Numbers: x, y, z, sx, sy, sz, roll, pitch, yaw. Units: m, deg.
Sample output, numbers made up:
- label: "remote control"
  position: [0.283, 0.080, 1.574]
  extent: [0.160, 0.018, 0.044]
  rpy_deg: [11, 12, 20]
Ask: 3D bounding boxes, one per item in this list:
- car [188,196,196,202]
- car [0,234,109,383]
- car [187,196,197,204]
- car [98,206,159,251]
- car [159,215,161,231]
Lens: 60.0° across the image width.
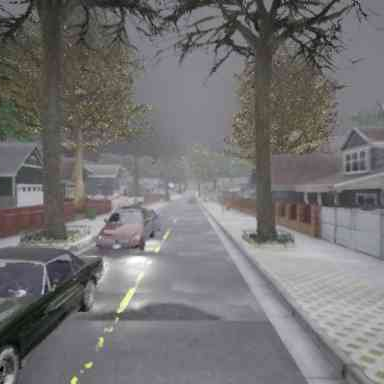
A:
- label: "car"
  position: [-0.002, 1.643, 80.176]
  extent: [1.837, 1.490, 4.892]
  rpy_deg: [0, 0, 0]
- label: "car"
  position: [-2.844, 1.618, 5.000]
  extent: [1.895, 1.301, 4.718]
  rpy_deg: [0, 0, 0]
- label: "car"
  position: [-0.002, 1.874, 69.871]
  extent: [1.895, 1.301, 4.718]
  rpy_deg: [0, 0, 0]
- label: "car"
  position: [-2.737, 1.427, 14.500]
  extent: [1.812, 1.442, 4.674]
  rpy_deg: [0, 8, 0]
- label: "car"
  position: [-2.784, 1.635, 18.503]
  extent: [1.812, 1.442, 4.674]
  rpy_deg: [0, 1, 0]
